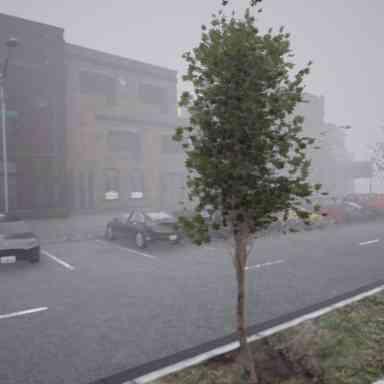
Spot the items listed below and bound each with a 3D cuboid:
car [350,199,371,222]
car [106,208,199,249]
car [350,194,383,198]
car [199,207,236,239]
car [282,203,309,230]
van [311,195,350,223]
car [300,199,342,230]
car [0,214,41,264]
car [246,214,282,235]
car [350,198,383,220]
[{"bbox_3d":[10.463,1.487,25.185,2.002,1.452,4.674,0,0,-41],"label":"car"},{"bbox_3d":[-2.187,1.495,14.803,2.231,1.521,4.892,0,0,-37],"label":"car"},{"bbox_3d":[14.427,1.166,28.763,2.435,2.045,5.566,-1,0,-42],"label":"car"},{"bbox_3d":[-0.053,1.520,16.509,2.163,1.488,4.792,0,0,-38],"label":"car"},{"bbox_3d":[4.219,1.519,19.908,2.002,1.452,4.674,0,0,-39],"label":"car"},{"bbox_3d":[8.330,1.234,23.502,1.878,1.987,4.442,0,0,-40],"label":"van"},{"bbox_3d":[6.440,1.466,21.505,1.946,1.575,5.366,0,0,-40],"label":"car"},{"bbox_3d":[-6.636,1.525,11.420,2.163,1.488,4.792,0,0,-36],"label":"car"},{"bbox_3d":[2.118,1.515,18.162,2.163,1.488,4.792,0,0,-38],"label":"car"},{"bbox_3d":[12.443,1.463,26.895,2.163,1.488,4.792,0,0,-41],"label":"car"}]
